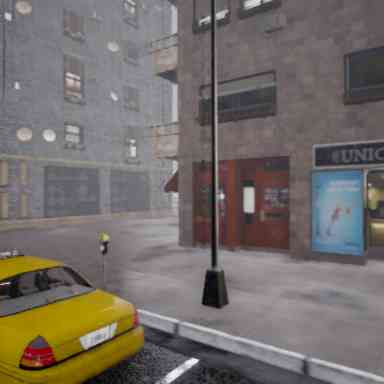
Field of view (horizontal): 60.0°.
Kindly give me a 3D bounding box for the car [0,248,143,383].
[{"bbox_3d":[-2.893,1.514,4.904,4.829,1.417,1.752,0,0,35],"label":"car"}]
